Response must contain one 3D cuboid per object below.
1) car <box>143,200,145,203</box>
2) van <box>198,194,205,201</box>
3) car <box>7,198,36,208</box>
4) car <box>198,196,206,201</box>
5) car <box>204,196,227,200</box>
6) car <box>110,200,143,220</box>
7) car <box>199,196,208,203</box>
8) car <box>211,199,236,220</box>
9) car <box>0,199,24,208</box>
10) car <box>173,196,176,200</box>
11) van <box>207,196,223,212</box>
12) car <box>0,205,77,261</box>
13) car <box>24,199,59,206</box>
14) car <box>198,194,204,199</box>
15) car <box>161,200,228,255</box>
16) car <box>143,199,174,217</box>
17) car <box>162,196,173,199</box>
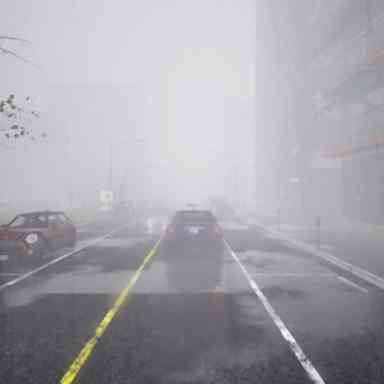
[{"bbox_3d":[-5.695,1.664,39.666,1.802,1.307,4.206,0,0,0],"label":"car"},{"bbox_3d":[2.686,1.571,94.153,1.690,1.788,3.998,0,0,0],"label":"van"},{"bbox_3d":[-30.270,1.953,59.000,4.097,1.590,1.967,-1,1,0],"label":"car"},{"bbox_3d":[2.687,1.758,88.629,1.887,1.381,4.507,0,0,0],"label":"car"},{"bbox_3d":[2.684,1.385,34.137,2.192,1.841,5.009,0,0,0],"label":"car"},{"bbox_3d":[-5.696,1.497,28.610,1.967,1.590,4.097,0,0,0],"label":"car"},{"bbox_3d":[2.687,1.746,77.582,1.947,1.339,4.313,0,0,0],"label":"car"},{"bbox_3d":[2.685,1.602,28.609,1.887,1.381,4.507,0,0,0],"label":"car"},{"bbox_3d":[-27.970,2.077,50.379,4.403,1.369,2.008,-1,1,0],"label":"car"},{"bbox_3d":[-5.694,1.762,83.118,1.947,1.339,4.313,0,0,0],"label":"car"},{"bbox_3d":[2.684,1.424,39.665,1.690,1.788,3.998,0,0,0],"label":"van"},{"bbox_3d":[-5.697,1.462,12.028,1.967,1.590,4.097,0,0,0],"label":"car"},{"bbox_3d":[-22.401,1.996,50.420,4.403,1.369,2.008,-1,1,0],"label":"car"},{"bbox_3d":[2.687,1.747,72.059,1.802,1.307,4.206,0,0,0],"label":"car"},{"bbox_3d":[0.083,1.378,13.575,2.097,1.767,4.553,0,0,0],"label":"car"},{"bbox_3d":[-3.086,1.627,31.369,1.994,1.385,4.181,0,0,0],"label":"car"},{"bbox_3d":[-5.694,1.730,72.071,1.947,1.339,4.313,0,0,0],"label":"car"}]
